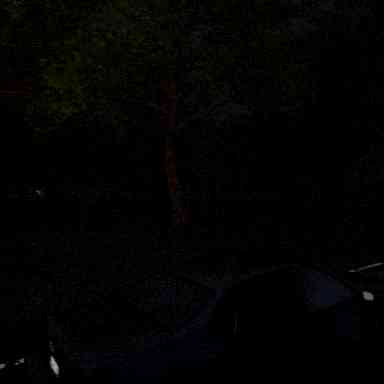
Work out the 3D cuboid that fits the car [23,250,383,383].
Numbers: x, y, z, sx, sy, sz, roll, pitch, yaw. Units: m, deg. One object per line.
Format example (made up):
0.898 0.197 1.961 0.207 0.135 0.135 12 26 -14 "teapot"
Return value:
0.844 1.526 4.351 5.357 1.411 2.033 0 0 -36 "car"
